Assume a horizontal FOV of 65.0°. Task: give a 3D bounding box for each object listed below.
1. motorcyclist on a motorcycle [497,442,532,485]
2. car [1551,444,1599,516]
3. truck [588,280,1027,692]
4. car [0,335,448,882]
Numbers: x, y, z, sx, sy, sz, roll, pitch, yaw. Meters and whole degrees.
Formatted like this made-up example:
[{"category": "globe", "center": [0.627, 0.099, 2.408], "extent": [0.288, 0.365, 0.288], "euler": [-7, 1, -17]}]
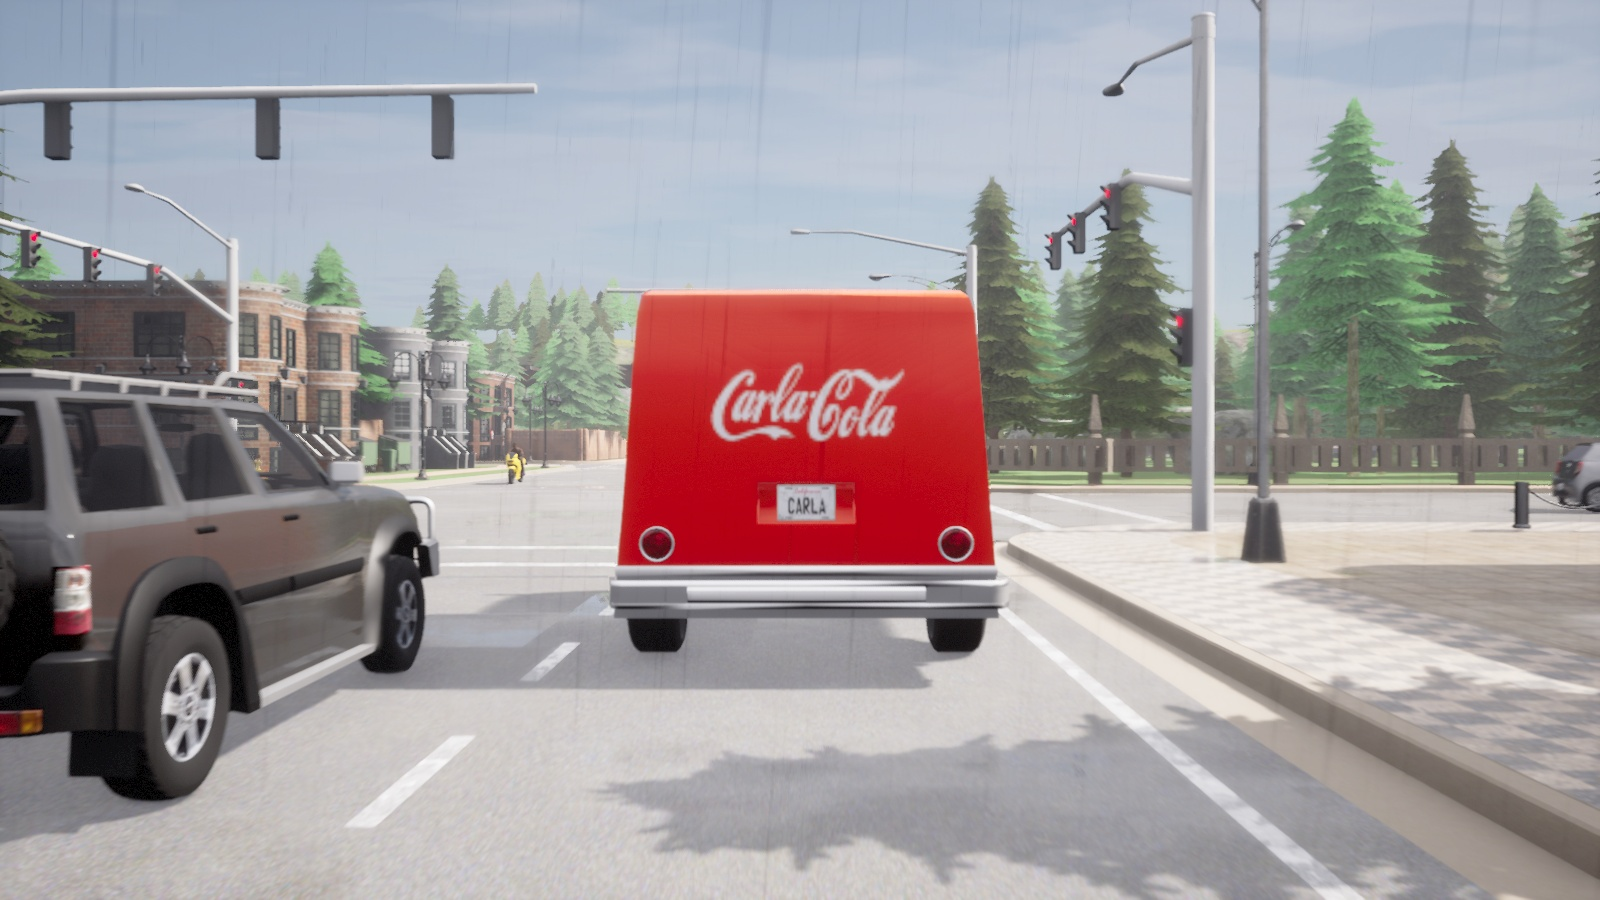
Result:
[{"category": "motorcyclist on a motorcycle", "center": [-10.317, 0.464, 45.501], "extent": [0.797, 1.523, 2.044], "euler": [0, 0, 0]}, {"category": "car", "center": [18.223, 0.625, 26.537], "extent": [3.633, 1.501, 1.845], "euler": [0, 0, 14]}, {"category": "truck", "center": [0.052, 0.203, 10.123], "extent": [2.627, 2.467, 5.204], "euler": [0, 0, 0]}, {"category": "car", "center": [-3.462, 0.523, 6.559], "extent": [1.932, 1.855, 4.605], "euler": [0, 0, 0]}]
